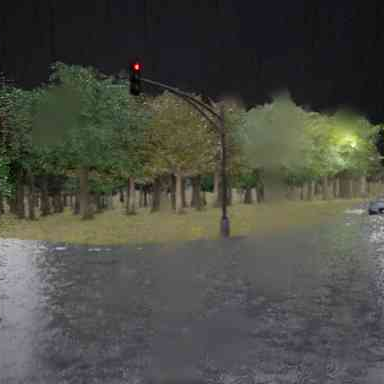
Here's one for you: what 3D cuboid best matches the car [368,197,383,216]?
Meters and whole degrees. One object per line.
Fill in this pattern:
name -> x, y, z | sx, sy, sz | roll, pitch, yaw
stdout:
car -> 14.009, 1.047, 24.189 | 1.994, 1.385, 4.181 | -1, 1, 31
